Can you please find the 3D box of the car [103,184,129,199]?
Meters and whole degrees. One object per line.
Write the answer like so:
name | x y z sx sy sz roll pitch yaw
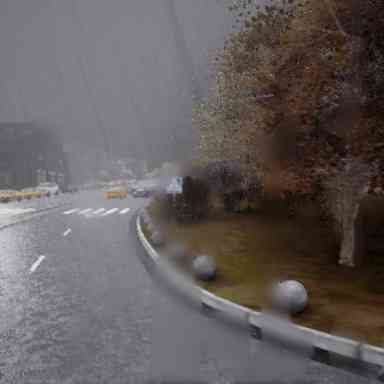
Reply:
car | -10.209 0.139 45.065 1.882 1.535 5.008 0 3 -2

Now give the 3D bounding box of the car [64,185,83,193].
car | -22.479 -0.608 61.609 2.163 1.488 4.792 0 3 -2

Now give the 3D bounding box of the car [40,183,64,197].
car | -22.159 -0.371 50.566 2.435 2.045 5.566 0 3 -2

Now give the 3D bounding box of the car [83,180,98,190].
car | -22.793 -1.157 72.679 2.231 1.521 4.892 0 3 -2

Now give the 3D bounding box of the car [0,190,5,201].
car | -21.688 0.670 33.746 1.946 1.575 5.366 0 3 -1

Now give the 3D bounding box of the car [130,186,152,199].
car | -6.983 0.135 45.829 1.812 1.442 4.674 0 3 -1

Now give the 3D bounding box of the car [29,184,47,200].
car | -21.994 0.150 44.777 1.946 1.575 5.366 0 3 -2

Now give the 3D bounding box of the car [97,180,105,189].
car | -22.952 -1.666 78.149 2.435 2.045 5.566 0 3 -2

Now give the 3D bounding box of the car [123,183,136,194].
car | -10.565 -0.268 55.186 2.033 1.411 5.357 0 3 -1

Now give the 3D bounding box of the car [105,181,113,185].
car | -23.276 -1.855 87.566 2.231 1.521 4.892 0 3 -1

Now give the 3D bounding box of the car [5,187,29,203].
car | -21.836 0.409 39.261 1.946 1.575 5.366 0 3 -2
